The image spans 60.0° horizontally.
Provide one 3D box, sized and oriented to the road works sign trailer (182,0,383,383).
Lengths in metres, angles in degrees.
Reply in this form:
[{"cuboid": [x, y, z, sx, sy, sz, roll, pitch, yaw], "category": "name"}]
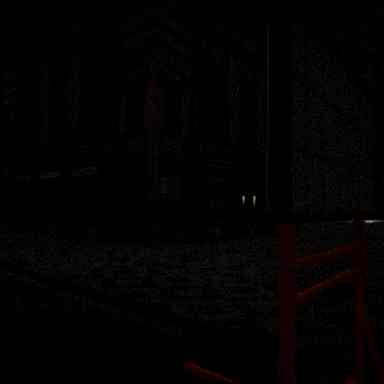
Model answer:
[{"cuboid": [1.047, 0.628, 2.865, 2.880, 3.560, 2.380, -1, -3, 40], "category": "road works sign trailer"}]
